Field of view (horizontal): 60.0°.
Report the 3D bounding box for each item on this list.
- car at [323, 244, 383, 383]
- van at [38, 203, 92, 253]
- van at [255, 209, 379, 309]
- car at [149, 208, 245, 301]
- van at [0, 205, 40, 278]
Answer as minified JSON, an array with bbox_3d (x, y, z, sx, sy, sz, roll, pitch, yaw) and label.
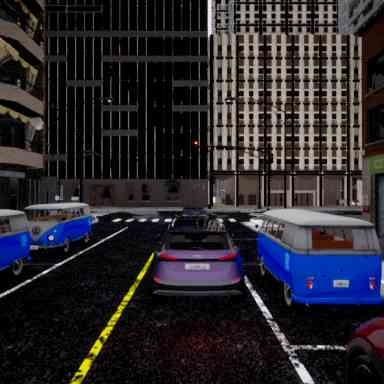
[{"bbox_3d":[2.570,1.440,1.895,1.967,1.590,4.097,0,0,0],"label":"car"},{"bbox_3d":[-5.303,1.345,13.274,1.690,1.788,3.998,0,0,0],"label":"van"},{"bbox_3d":[2.574,1.343,7.586,1.690,1.788,3.998,0,0,0],"label":"van"},{"bbox_3d":[0.105,1.432,8.343,2.033,1.649,4.856,0,0,0],"label":"car"},{"bbox_3d":[-5.306,1.343,7.585,1.690,1.788,3.998,0,0,0],"label":"van"}]
